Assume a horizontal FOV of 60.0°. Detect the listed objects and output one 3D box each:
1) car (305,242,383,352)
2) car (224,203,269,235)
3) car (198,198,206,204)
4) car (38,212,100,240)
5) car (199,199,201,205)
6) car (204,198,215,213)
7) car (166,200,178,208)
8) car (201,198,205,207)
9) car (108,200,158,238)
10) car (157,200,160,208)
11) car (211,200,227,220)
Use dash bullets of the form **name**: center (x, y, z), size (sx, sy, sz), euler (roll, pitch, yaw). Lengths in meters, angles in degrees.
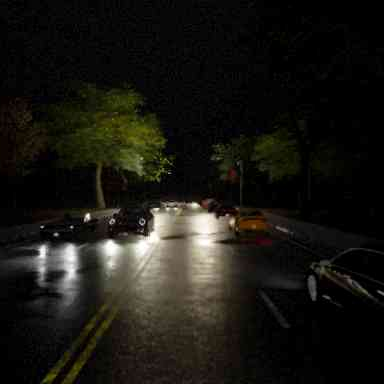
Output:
- **car**: center (3.348, 1.562, 5.285), size (1.837, 1.490, 4.892), euler (0, -1, 0)
- **car**: center (3.326, 1.699, 20.227), size (1.882, 1.535, 5.008), euler (0, 0, 0)
- **car**: center (2.606, 2.409, 87.630), size (1.994, 1.385, 4.181), euler (0, 0, -1)
- **car**: center (-6.620, 1.803, 18.442), size (1.895, 1.301, 4.718), euler (0, -1, 0)
- **car**: center (2.905, 2.138, 65.802), size (1.801, 1.575, 5.366), euler (0, 0, -1)
- **car**: center (3.113, 1.828, 43.563), size (2.097, 1.767, 4.553), euler (0, -1, 0)
- **car**: center (-3.582, 2.160, 60.133), size (1.812, 1.442, 4.674), euler (0, -1, 0)
- **car**: center (3.022, 1.935, 54.573), size (2.097, 1.767, 4.553), euler (0, -1, -1)
- **car**: center (-3.371, 1.562, 19.169), size (2.097, 1.767, 4.553), euler (0, -1, 0)
- **car**: center (-6.828, 2.135, 59.670), size (1.837, 1.490, 4.892), euler (0, 0, 0)
- **car**: center (3.180, 1.862, 32.581), size (1.837, 1.490, 4.892), euler (0, -1, 0)
